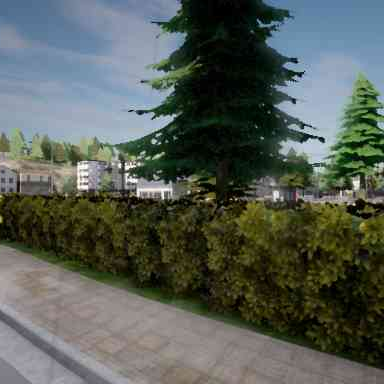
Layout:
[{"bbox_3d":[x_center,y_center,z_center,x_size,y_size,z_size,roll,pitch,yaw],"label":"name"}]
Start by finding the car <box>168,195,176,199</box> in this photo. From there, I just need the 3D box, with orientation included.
[{"bbox_3d":[-1.373,1.221,38.340,5.566,2.045,2.150,0,0,-44],"label":"car"}]

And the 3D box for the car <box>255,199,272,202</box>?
[{"bbox_3d":[9.885,1.478,44.371,5.008,1.535,1.882,0,0,-45],"label":"car"}]

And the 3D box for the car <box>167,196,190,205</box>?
[{"bbox_3d":[-2.321,1.374,56.991,3.633,1.501,1.845,0,0,-45],"label":"car"}]

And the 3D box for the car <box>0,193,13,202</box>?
[{"bbox_3d":[-41.123,1.097,71.368,4.605,1.855,1.932,0,0,-45],"label":"car"}]

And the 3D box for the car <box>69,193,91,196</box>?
[{"bbox_3d":[-26.509,1.154,81.290,5.027,1.636,2.152,0,0,-45],"label":"car"}]

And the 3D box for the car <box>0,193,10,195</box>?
[{"bbox_3d":[-23.145,1.330,40.971,5.027,1.636,2.152,0,0,-45],"label":"car"}]

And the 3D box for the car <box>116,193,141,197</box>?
[{"bbox_3d":[-9.708,1.384,53.927,3.806,1.475,1.970,0,0,-45],"label":"car"}]

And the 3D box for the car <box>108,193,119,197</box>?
[{"bbox_3d":[-15.228,1.097,70.363,4.605,1.855,1.932,0,0,-45],"label":"car"}]

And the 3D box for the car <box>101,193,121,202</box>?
[{"bbox_3d":[-17.555,1.077,72.150,3.866,1.878,1.905,0,0,-45],"label":"car"}]

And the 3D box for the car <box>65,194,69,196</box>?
[{"bbox_3d":[-31.230,1.232,85.648,3.806,1.475,1.970,0,0,-45],"label":"car"}]
